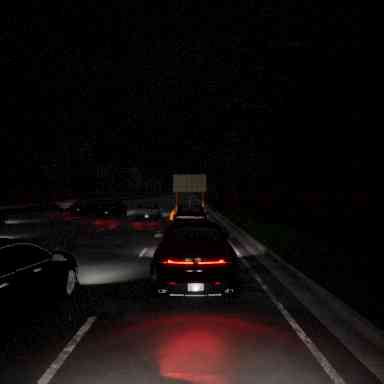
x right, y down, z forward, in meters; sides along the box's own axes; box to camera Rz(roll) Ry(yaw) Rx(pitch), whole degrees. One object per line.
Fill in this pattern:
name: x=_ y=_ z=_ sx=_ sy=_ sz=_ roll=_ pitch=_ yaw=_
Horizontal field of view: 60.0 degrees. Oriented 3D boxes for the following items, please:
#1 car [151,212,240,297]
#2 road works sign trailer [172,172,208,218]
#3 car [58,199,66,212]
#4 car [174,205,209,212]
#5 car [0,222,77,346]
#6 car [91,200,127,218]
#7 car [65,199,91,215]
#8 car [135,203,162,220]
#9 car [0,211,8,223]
car: x=0.055 y=1.505 z=8.544 sx=1.837 sy=1.490 sz=4.892 roll=0 pitch=0 yaw=0
road works sign trailer: x=-0.167 y=0.464 z=22.800 sx=2.380 sy=3.560 sz=2.880 roll=0 pitch=0 yaw=-3
car: x=-14.180 y=1.526 z=39.267 sx=1.812 sy=1.442 sz=4.674 roll=0 pitch=0 yaw=0
car: x=-0.044 y=1.488 z=18.930 sx=2.128 sy=1.511 sz=4.902 roll=0 pitch=0 yaw=1
car: x=-3.424 y=1.503 z=5.439 sx=1.837 sy=1.490 sz=4.892 roll=0 pitch=0 yaw=0
car: x=-7.108 y=1.492 z=29.957 sx=2.128 sy=1.511 sz=4.902 roll=0 pitch=0 yaw=-1
car: x=-10.634 y=1.477 z=33.412 sx=1.882 sy=1.535 sz=5.008 roll=0 pitch=0 yaw=0
car: x=-3.596 y=1.601 z=28.389 sx=1.895 sy=1.301 sz=4.718 roll=0 pitch=0 yaw=0
car: x=-14.044 y=1.526 z=21.816 sx=1.812 sy=1.442 sz=4.674 roll=0 pitch=0 yaw=0
